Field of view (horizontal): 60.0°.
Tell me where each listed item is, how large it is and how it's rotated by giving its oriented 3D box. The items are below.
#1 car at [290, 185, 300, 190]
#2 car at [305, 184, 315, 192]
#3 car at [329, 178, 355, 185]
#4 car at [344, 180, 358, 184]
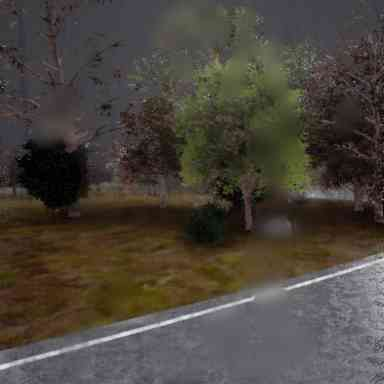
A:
[{"bbox_3d":[22.024,-1.228,70.281,2.097,1.767,4.553,-2,3,30],"label":"car"},{"bbox_3d":[23.234,-0.840,65.649,1.895,1.301,4.718,-3,3,21],"label":"car"},{"bbox_3d":[35.899,-2.480,79.533,5.357,1.411,2.033,-4,3,-11],"label":"car"},{"bbox_3d":[36.166,-2.289,76.282,4.718,1.301,1.895,-4,3,-11],"label":"car"}]
